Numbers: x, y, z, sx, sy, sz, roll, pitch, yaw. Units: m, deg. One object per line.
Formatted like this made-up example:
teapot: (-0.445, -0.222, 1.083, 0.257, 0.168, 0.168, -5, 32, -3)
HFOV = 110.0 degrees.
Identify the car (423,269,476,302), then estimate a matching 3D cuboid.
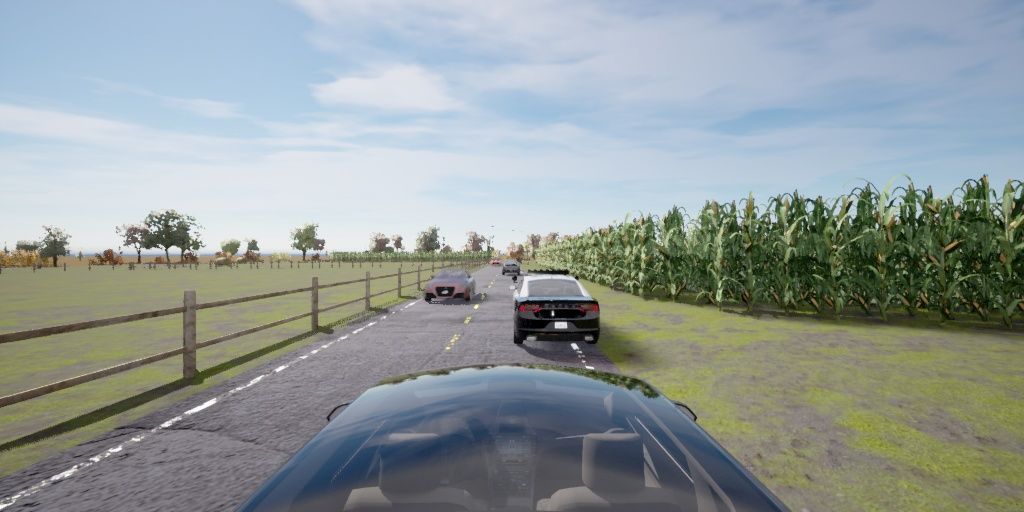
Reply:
car: (-2.793, 1.313, 16.895, 1.994, 1.385, 4.181, 0, 0, 0)

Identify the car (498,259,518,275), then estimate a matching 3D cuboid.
car: (-0.085, 1.241, 38.310, 2.128, 1.511, 4.902, 0, 0, 0)

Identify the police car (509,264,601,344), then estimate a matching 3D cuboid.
police car: (0.960, 1.175, 9.723, 1.930, 1.638, 5.238, 0, 0, 0)
